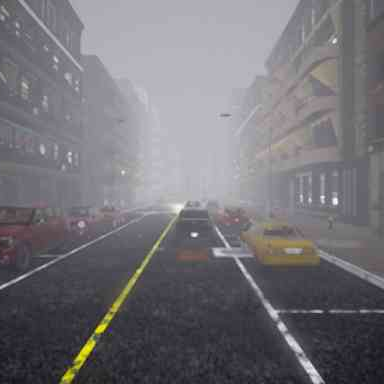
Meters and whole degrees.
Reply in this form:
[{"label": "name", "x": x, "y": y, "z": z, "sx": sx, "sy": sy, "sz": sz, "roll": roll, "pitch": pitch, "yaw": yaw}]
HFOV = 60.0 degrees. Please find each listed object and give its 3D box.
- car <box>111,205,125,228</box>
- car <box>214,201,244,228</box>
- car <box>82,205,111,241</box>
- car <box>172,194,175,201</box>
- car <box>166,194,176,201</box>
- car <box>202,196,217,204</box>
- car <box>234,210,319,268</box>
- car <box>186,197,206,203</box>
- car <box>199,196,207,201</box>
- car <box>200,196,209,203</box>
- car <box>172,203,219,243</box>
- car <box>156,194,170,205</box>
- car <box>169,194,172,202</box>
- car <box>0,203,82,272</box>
[{"label": "car", "x": -5.687, "y": 1.566, "z": 22.282, "sx": 1.887, "sy": 1.381, "sz": 4.507, "roll": 0, "pitch": 0, "yaw": 0}, {"label": "car", "x": 2.693, "y": 1.567, "z": 22.276, "sx": 1.887, "sy": 1.381, "sz": 4.507, "roll": 0, "pitch": 0, "yaw": 0}, {"label": "car", "x": -5.688, "y": 1.456, "z": 16.644, "sx": 1.967, "sy": 1.590, "sz": 4.097, "roll": 0, "pitch": 0, "yaw": 0}, {"label": "car", "x": -5.682, "y": 1.614, "z": 78.643, "sx": 1.887, "sy": 1.381, "sz": 4.507, "roll": 0, "pitch": 0, "yaw": 0}, {"label": "car", "x": -5.680, "y": 1.393, "z": 89.917, "sx": 2.192, "sy": 1.841, "sz": 5.009, "roll": 0, "pitch": 0, "yaw": 0}, {"label": "car", "x": 2.696, "y": 1.593, "z": 44.821, "sx": 2.008, "sy": 1.369, "sz": 4.403, "roll": 0, "pitch": 0, "yaw": 0}, {"label": "car", "x": 2.692, "y": 1.537, "z": 11.174, "sx": 1.752, "sy": 1.417, "sz": 4.829, "roll": 0, "pitch": 0, "yaw": 0}, {"label": "car", "x": 0.103, "y": 1.580, "z": 34.398, "sx": 2.033, "sy": 1.411, "sz": 5.357, "roll": 0, "pitch": 0, "yaw": 0}, {"label": "car", "x": 2.699, "y": 1.656, "z": 84.275, "sx": 1.802, "sy": 1.307, "sz": 4.206, "roll": 0, "pitch": 0, "yaw": 0}, {"label": "car", "x": 2.698, "y": 1.631, "z": 73.002, "sx": 1.947, "sy": 1.339, "sz": 4.313, "roll": 0, "pitch": 0, "yaw": 0}, {"label": "car", "x": 0.102, "y": 1.521, "z": 16.248, "sx": 1.837, "sy": 1.490, "sz": 4.892, "roll": 0, "pitch": 0, "yaw": 0}, {"label": "car", "x": -5.683, "y": 1.606, "z": 61.734, "sx": 2.008, "sy": 1.369, "sz": 4.403, "roll": 0, "pitch": 0, "yaw": 0}, {"label": "car", "x": -5.683, "y": 1.611, "z": 67.371, "sx": 2.008, "sy": 1.369, "sz": 4.403, "roll": 0, "pitch": 0, "yaw": 0}, {"label": "car", "x": -5.687, "y": 1.326, "z": 11.009, "sx": 2.192, "sy": 1.841, "sz": 5.009, "roll": 0, "pitch": 0, "yaw": 0}]
